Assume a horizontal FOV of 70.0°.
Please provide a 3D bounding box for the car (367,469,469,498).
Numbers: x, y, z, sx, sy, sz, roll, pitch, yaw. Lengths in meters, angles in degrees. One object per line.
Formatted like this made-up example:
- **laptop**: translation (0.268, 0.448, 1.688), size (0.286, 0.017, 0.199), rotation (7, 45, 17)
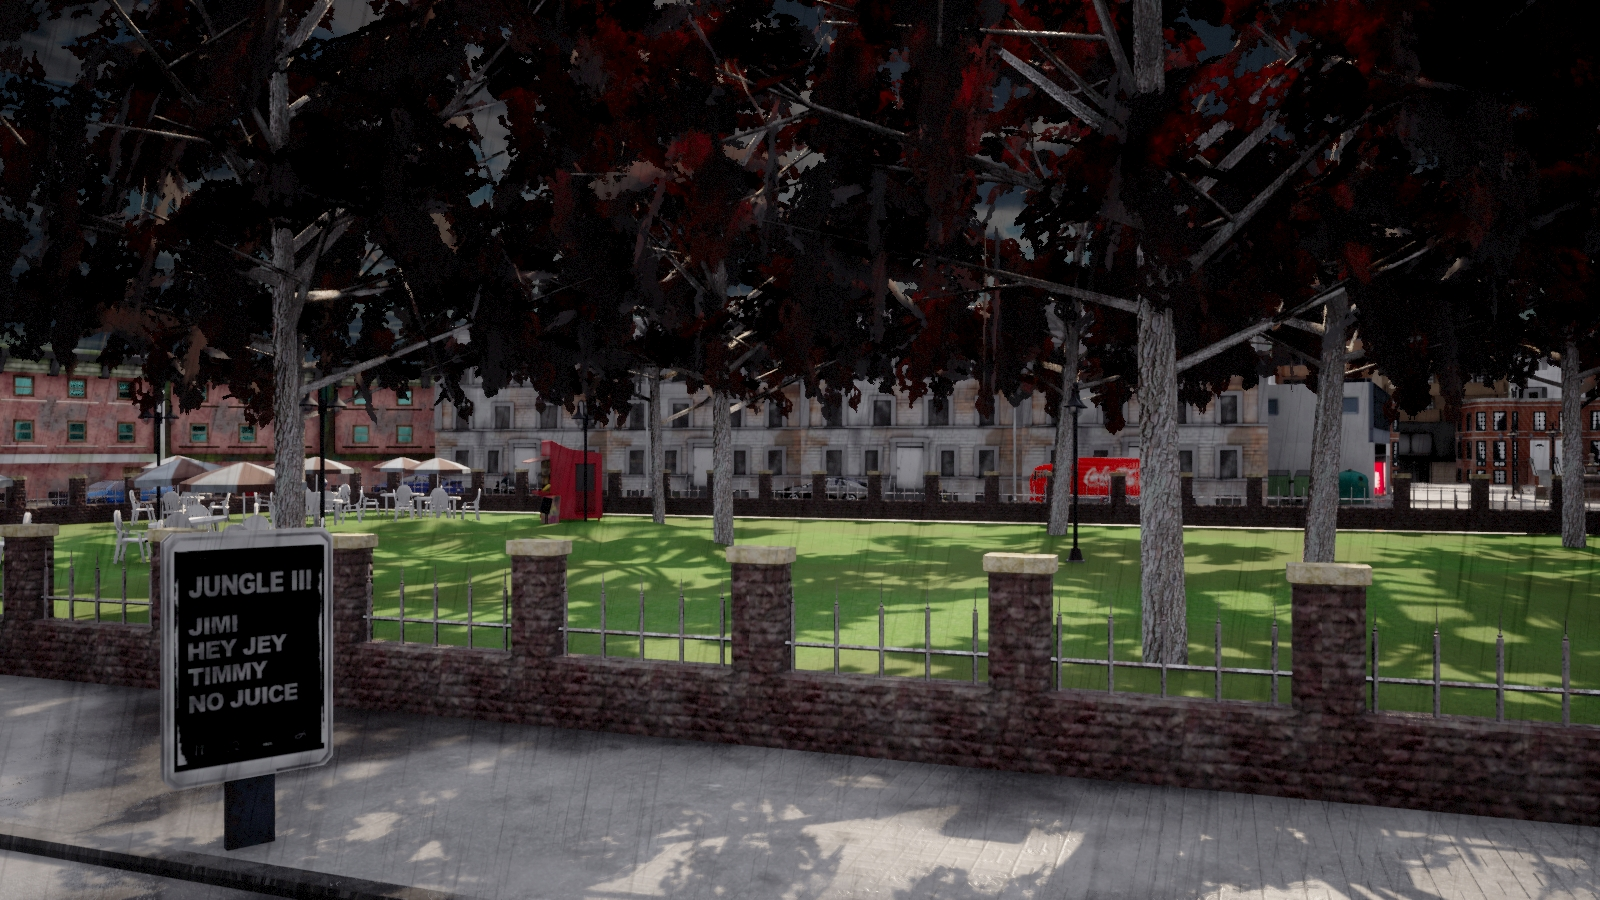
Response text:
- **car**: translation (-21.254, 1.832, 63.651), size (5.006, 1.535, 2.097), rotation (0, 0, 13)

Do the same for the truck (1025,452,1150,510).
- **truck**: translation (12.988, 1.352, 51.538), size (5.204, 2.467, 2.627), rotation (0, 0, 20)

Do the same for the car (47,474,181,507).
- **car**: translation (-33.100, 1.907, 55.309), size (2.033, 1.411, 5.357), rotation (0, 0, 23)

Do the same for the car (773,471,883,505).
- **car**: translation (1.372, 1.835, 55.745), size (4.902, 1.511, 2.128), rotation (0, 0, 20)
